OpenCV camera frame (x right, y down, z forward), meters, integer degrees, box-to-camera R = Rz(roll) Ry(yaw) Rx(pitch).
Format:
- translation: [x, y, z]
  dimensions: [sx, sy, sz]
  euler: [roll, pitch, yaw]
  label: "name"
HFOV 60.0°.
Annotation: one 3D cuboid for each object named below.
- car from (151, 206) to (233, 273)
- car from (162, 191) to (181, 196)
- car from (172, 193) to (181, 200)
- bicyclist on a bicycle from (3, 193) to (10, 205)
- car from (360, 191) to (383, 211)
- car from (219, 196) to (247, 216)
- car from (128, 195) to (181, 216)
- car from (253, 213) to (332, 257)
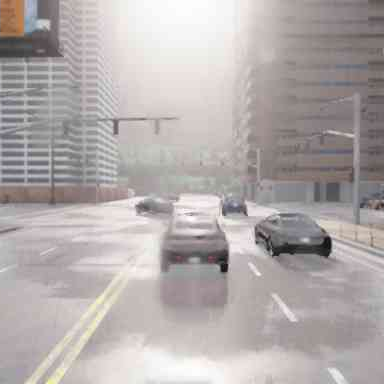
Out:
- translation: [0.067, 1.409, 10.400]
  dimensions: [2.128, 1.511, 4.902]
  euler: [0, 0, 0]
  label: "car"
- translation: [-3.526, 0.762, 59.195]
  dimensions: [2.150, 2.045, 5.566]
  euler: [0, 1, 1]
  label: "car"
- translation: [-3.487, 1.013, 74.707]
  dimensions: [1.895, 1.301, 4.718]
  euler: [0, 0, 0]
  label: "car"
- translation: [-25.633, 0.945, 45.951]
  dimensions: [0.582, 1.620, 1.656]
  euler: [0, 1, 0]
  label: "bicyclist on a bicycle"
- translation: [20.678, 1.083, 34.891]
  dimensions: [4.553, 1.767, 2.097]
  euler: [0, 0, 1]
  label: "car"
- translation: [3.589, 1.122, 29.689]
  dimensions: [2.097, 1.767, 4.553]
  euler: [0, 0, 0]
  label: "car"
- translation: [-3.397, 1.265, 29.223]
  dimensions: [2.128, 1.511, 4.902]
  euler: [0, 0, -33]
  label: "car"
- translation: [3.577, 1.467, 12.472]
  dimensions: [1.994, 1.385, 4.181]
  euler: [0, 0, 0]
  label: "car"
